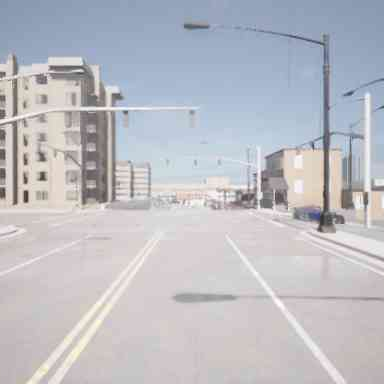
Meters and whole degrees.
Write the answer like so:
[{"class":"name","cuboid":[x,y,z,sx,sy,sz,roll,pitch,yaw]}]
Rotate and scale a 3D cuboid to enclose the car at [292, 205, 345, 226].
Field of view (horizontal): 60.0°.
[{"class":"car","cuboid":[10.597,1.875,27.939,4.181,1.385,1.994,7,0,1]}]
